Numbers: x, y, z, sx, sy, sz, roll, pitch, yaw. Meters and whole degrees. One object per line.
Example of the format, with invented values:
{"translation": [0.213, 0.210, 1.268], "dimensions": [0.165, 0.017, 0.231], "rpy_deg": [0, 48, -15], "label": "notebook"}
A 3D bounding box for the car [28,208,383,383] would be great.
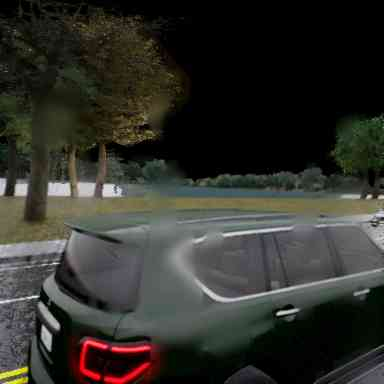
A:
{"translation": [1.038, 1.230, 4.176], "dimensions": [5.566, 2.045, 2.150], "rpy_deg": [0, 0, -35], "label": "car"}

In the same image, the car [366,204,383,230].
{"translation": [13.120, 1.489, 21.012], "dimensions": [4.674, 1.442, 1.812], "rpy_deg": [0, 0, -35], "label": "car"}
